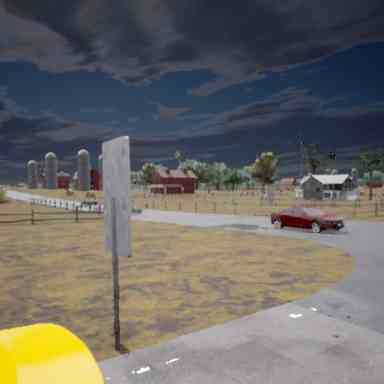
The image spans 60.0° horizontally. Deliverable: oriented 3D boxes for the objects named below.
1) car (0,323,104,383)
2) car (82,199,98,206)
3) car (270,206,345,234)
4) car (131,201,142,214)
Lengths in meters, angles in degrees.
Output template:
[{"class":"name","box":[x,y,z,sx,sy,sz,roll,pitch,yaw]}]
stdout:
[{"class":"car","box":[-2.754,1.487,1.056,5.008,1.535,1.882,0,0,-35]},{"class":"car","box":[-20.571,2.042,66.720,1.895,1.301,4.718,-2,1,-36]},{"class":"car","box":[7.183,1.664,21.161,1.882,1.535,5.008,-1,0,-30]},{"class":"car","box":[-8.294,2.004,43.372,2.097,1.767,4.553,-2,1,-36]}]
